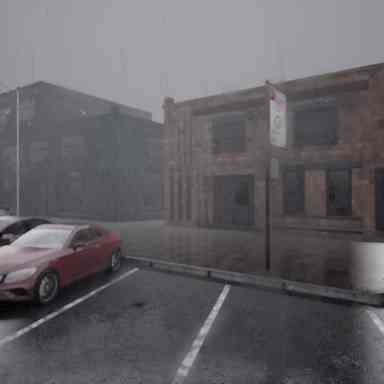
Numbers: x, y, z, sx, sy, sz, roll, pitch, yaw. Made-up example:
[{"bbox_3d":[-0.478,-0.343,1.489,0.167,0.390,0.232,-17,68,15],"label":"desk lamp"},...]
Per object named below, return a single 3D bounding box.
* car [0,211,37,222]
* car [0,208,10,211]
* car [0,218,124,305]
[{"bbox_3d":[-5.792,1.505,9.982,2.163,1.488,4.792,1,-1,15],"label":"car"},{"bbox_3d":[-8.244,1.350,11.745,2.185,1.767,4.553,1,-1,15],"label":"car"},{"bbox_3d":[-3.311,1.519,8.310,2.002,1.452,4.674,1,-1,15],"label":"car"}]
